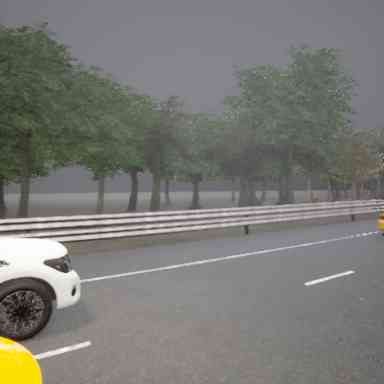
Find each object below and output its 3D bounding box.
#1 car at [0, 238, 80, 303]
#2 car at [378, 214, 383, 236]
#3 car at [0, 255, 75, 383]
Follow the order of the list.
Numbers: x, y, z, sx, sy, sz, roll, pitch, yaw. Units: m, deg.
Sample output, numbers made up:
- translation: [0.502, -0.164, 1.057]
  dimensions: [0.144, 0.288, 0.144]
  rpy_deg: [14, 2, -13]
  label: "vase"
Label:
- translation: [-4.580, 1.221, 4.785]
  dimensions: [5.566, 2.045, 2.150]
  rpy_deg: [0, 0, -36]
  label: "car"
- translation: [10.766, 1.298, 15.725]
  dimensions: [5.008, 1.535, 1.882]
  rpy_deg: [-1, 1, -35]
  label: "car"
- translation: [-3.318, 1.474, 1.380]
  dimensions: [5.008, 1.535, 1.882]
  rpy_deg: [0, 0, -35]
  label: "car"
